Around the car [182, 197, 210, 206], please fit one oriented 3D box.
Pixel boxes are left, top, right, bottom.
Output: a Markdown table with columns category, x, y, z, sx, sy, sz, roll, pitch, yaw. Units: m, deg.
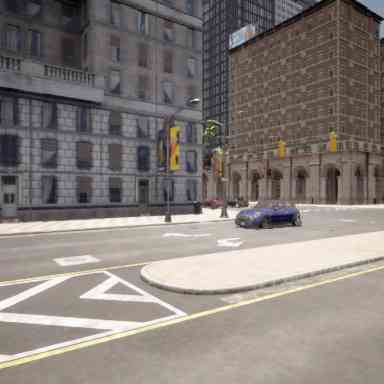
| category | x | y | z | sx | sy | sz | roll | pitch | yaw |
| --- | --- | --- | --- | --- | --- | --- | --- | --- | --- |
| car | 0.596 | 1.547 | 56.601 | 2.033 | 1.411 | 5.357 | 0 | 0 | -34 |

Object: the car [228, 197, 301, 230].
| category | x | y | z | sx | sy | sz | roll | pitch | yaw |
| --- | --- | --- | --- | --- | --- | --- | --- | --- | --- |
| car | 4.917 | 1.353 | 21.390 | 4.553 | 1.767 | 2.097 | 0 | 0 | -35 |

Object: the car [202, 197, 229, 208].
| category | x | y | z | sx | sy | sz | roll | pitch | yaw |
| --- | --- | --- | --- | --- | --- | --- | --- | --- | --- |
| car | 3.039 | 1.526 | 46.977 | 1.812 | 1.442 | 4.674 | 0 | 0 | -35 |

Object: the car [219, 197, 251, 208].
| category | x | y | z | sx | sy | sz | roll | pitch | yaw |
| --- | --- | --- | --- | --- | --- | --- | --- | --- | --- |
| car | 6.246 | 1.505 | 48.495 | 1.837 | 1.490 | 4.892 | 0 | 0 | -35 |
